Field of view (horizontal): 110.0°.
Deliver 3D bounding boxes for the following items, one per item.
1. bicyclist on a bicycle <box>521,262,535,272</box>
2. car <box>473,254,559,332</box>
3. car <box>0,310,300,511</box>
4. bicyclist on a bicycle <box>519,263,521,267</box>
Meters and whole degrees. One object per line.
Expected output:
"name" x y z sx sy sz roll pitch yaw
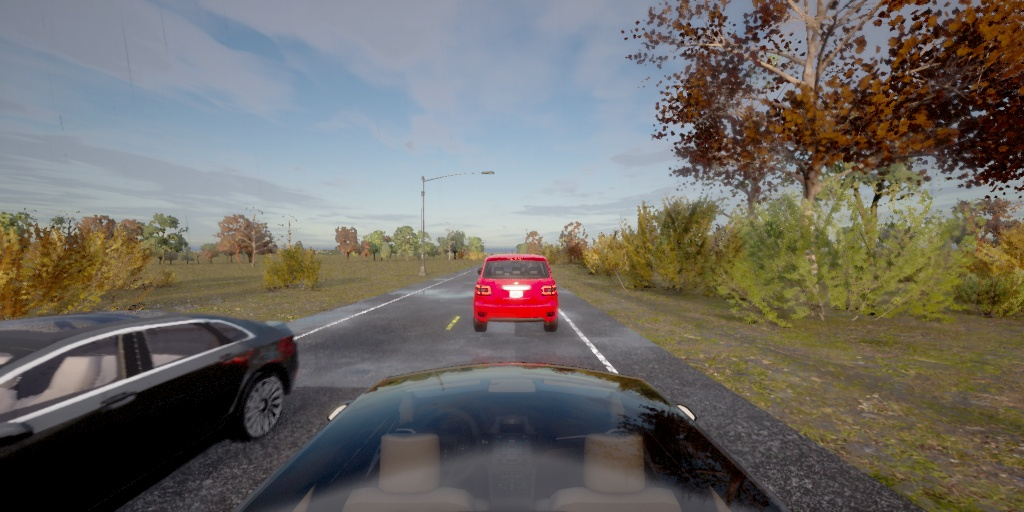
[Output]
"bicyclist on a bicycle" 0.940 1.114 18.679 0.659 1.776 1.843 0 0 0
"car" 0.090 0.968 10.973 2.150 2.045 5.566 0 0 0
"car" -3.603 1.241 2.534 2.128 1.511 4.902 0 0 0
"bicyclist on a bicycle" 0.898 1.111 28.692 0.659 1.776 1.843 0 0 0
